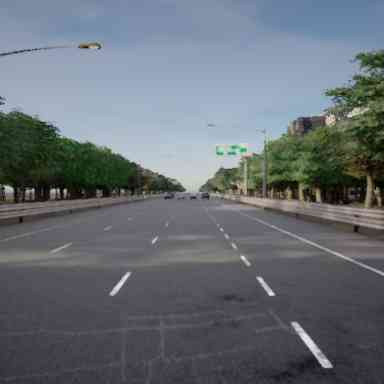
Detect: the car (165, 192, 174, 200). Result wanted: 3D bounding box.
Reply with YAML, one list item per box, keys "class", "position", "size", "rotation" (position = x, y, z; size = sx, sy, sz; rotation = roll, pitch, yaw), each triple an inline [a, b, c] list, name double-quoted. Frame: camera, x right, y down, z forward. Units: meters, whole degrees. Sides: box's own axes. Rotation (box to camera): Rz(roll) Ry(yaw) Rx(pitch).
- class: "car"
  position: [-6.651, 1.424, 93.504]
  size: [1.837, 1.490, 4.892]
  rotation: [0, 0, 0]

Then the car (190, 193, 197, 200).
- class: "car"
  position: [0.349, 1.405, 93.468]
  size: [1.882, 1.535, 5.008]
  rotation: [0, 0, 0]

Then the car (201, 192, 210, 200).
- class: "car"
  position: [3.850, 1.153, 93.480]
  size: [2.150, 2.045, 5.566]
  rotation: [0, 0, 0]

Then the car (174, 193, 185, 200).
- class: "car"
  position: [-3.158, 1.486, 92.234]
  size: [2.033, 1.411, 5.357]
  rotation: [0, 0, 0]
